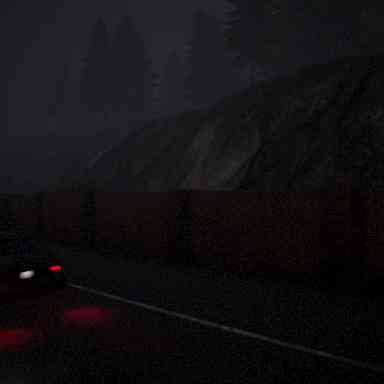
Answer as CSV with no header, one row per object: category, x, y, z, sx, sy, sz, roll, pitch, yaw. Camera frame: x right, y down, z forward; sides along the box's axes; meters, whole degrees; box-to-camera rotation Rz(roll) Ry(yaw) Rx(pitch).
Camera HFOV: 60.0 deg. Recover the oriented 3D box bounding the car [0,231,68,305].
car,-5.100,1.648,7.919,5.357,1.411,2.033,-1,-1,39
